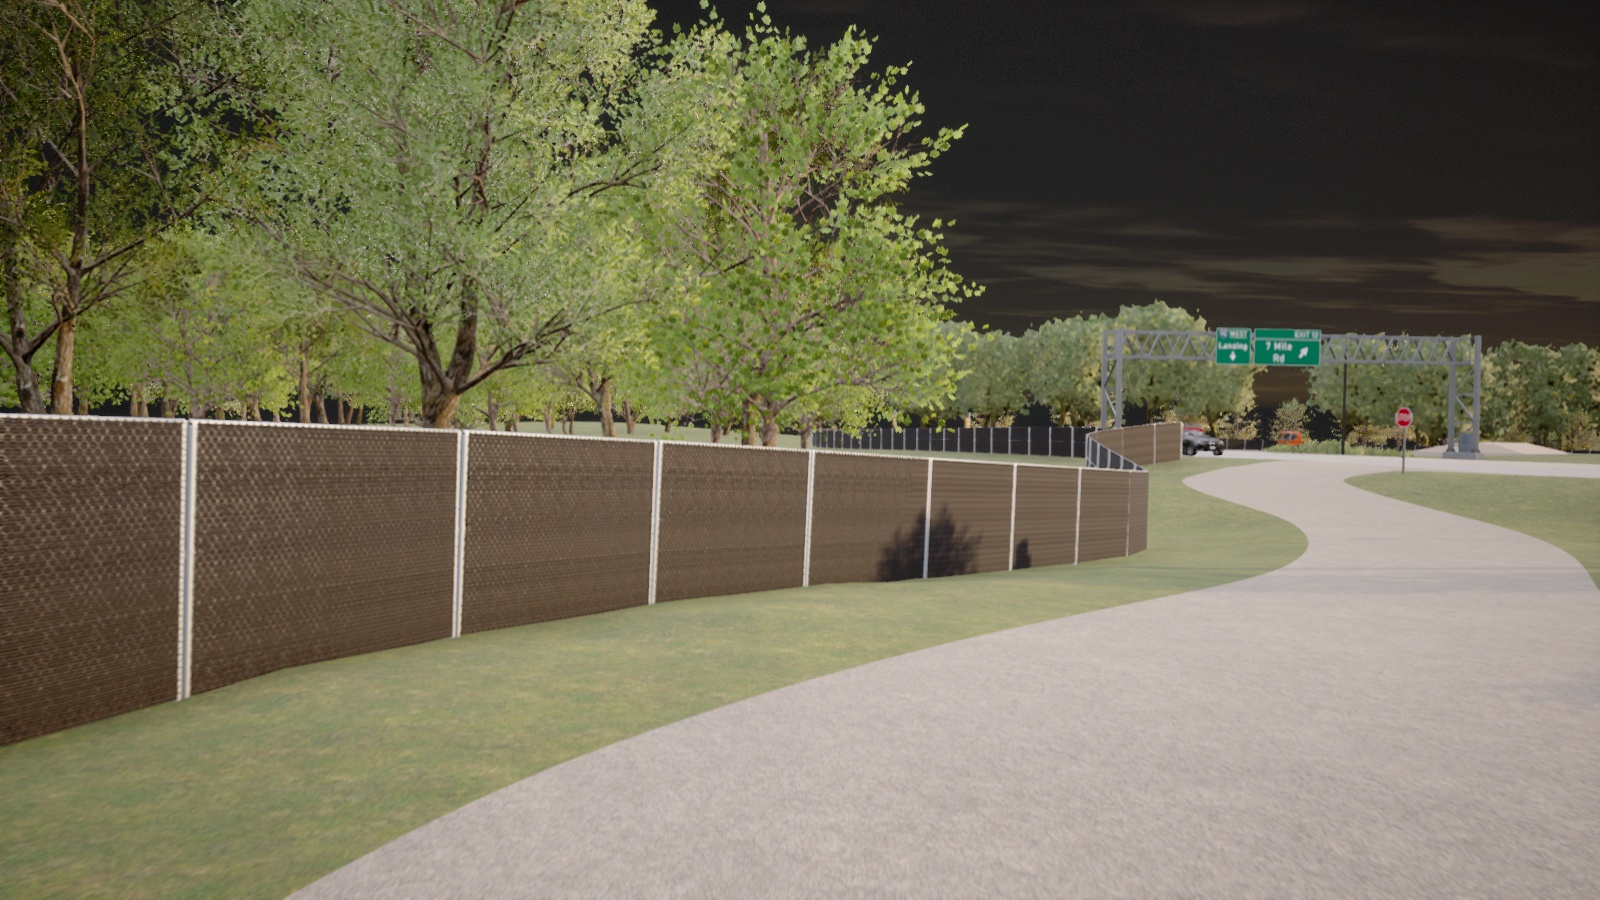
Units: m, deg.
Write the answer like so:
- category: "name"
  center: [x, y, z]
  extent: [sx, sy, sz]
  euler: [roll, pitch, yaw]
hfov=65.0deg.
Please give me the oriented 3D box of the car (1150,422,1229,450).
- category: "car"
  center: [23.851, -0.832, 77.099]
  extent: [2.152, 1.651, 5.027]
  euler: [0, 0, -17]
